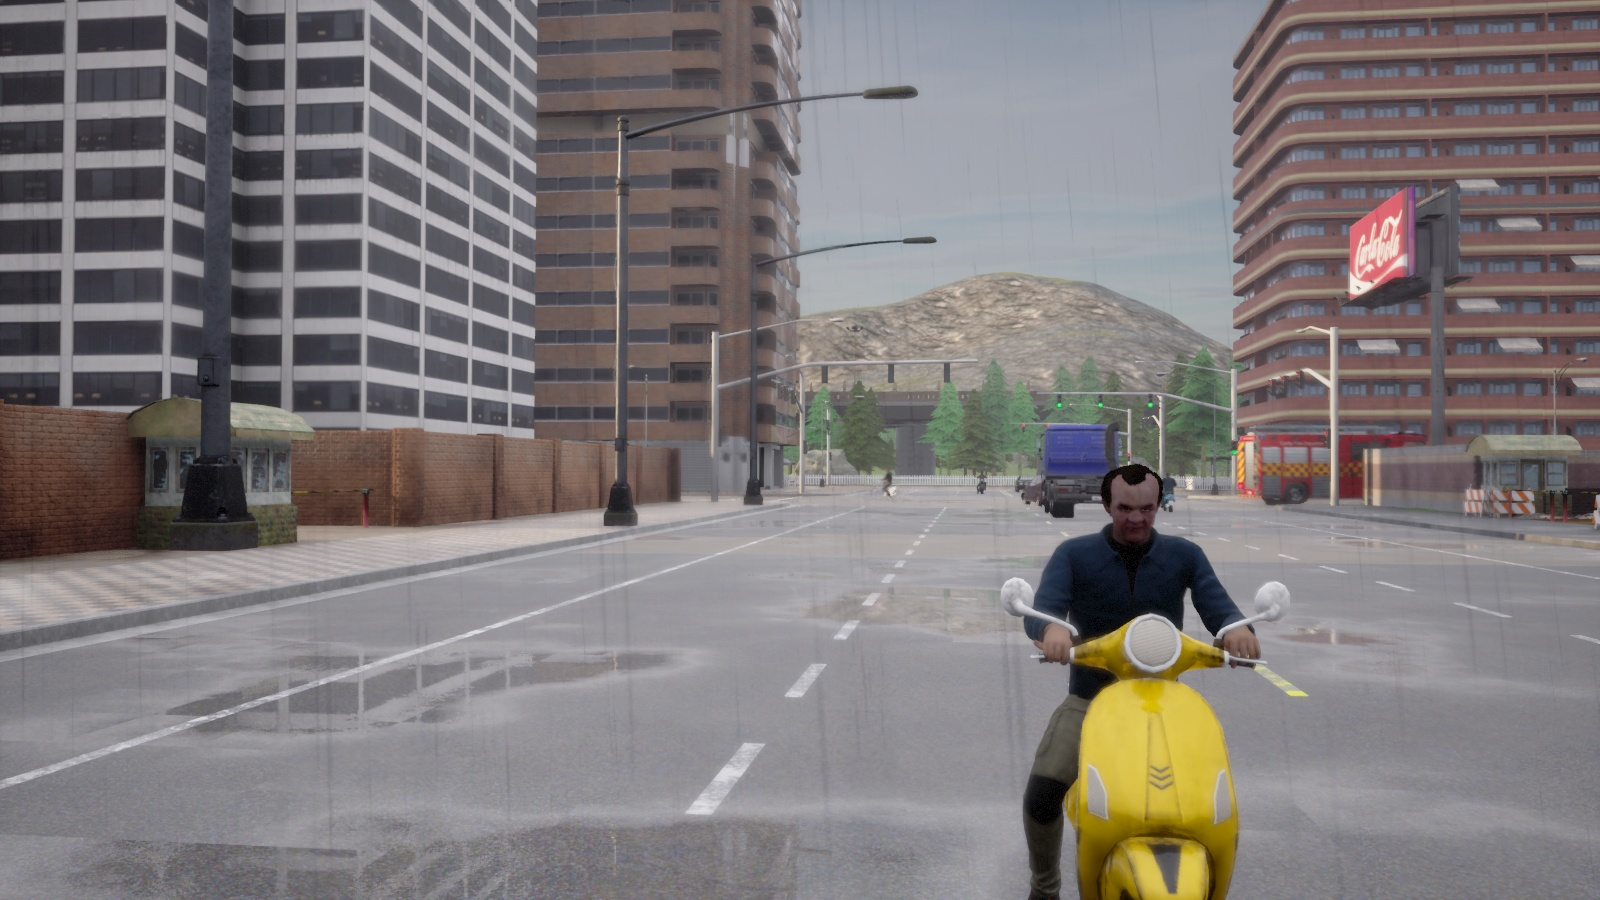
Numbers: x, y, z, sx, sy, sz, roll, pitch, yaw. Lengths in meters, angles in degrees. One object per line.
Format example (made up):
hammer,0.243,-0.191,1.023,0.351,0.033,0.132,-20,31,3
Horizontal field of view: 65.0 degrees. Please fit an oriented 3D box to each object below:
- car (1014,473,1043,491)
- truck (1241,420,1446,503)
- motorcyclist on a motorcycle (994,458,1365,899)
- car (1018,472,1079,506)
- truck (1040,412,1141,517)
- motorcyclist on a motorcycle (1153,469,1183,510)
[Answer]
car,17.337,2.444,95.418,1.895,1.301,4.718,0,-1,8
truck,25.690,0.546,59.616,8.468,3.827,2.891,0,-1,-2
motorcyclist on a motorcycle,1.080,0.831,4.042,0.866,1.590,1.817,0,-1,8
car,11.387,1.752,57.819,1.845,1.501,3.633,0,-1,-4
truck,10.418,0.557,45.776,2.891,3.462,7.936,0,-1,8
motorcyclist on a motorcycle,14.466,1.538,49.427,0.866,1.590,1.817,0,-1,8
